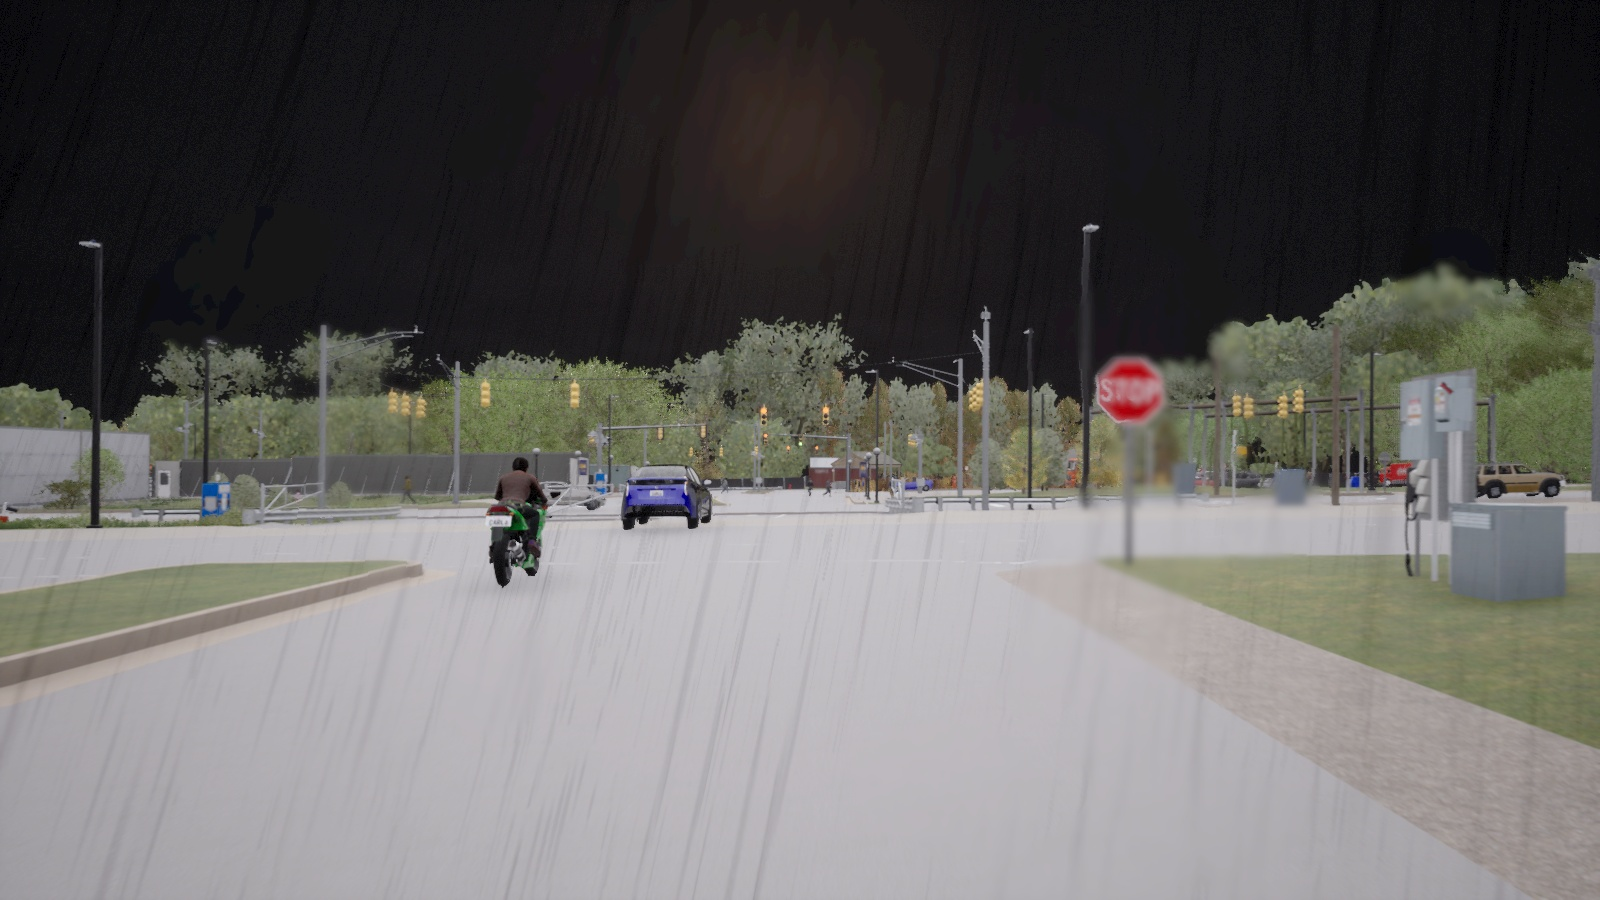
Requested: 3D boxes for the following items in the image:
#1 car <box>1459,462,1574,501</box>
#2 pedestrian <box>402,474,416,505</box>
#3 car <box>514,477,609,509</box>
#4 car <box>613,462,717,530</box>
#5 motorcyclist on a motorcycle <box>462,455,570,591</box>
[{"bbox_3d":[35.933,1.565,63.079,4.605,1.855,1.932,-1,-1,0],"label":"car"},{"bbox_3d":[-23.672,2.393,76.035,0.726,1.835,0.370,1,-1,-5],"label":"pedestrian"},{"bbox_3d":[-13.059,2.337,68.710,5.027,1.651,2.152,0,-1,-12],"label":"car"},{"bbox_3d":[-3.245,1.079,31.012,2.007,1.525,4.514,-1,-1,1],"label":"car"},{"bbox_3d":[-3.386,0.841,15.152,0.797,1.523,2.044,0,-1,1],"label":"motorcyclist on a motorcycle"}]
